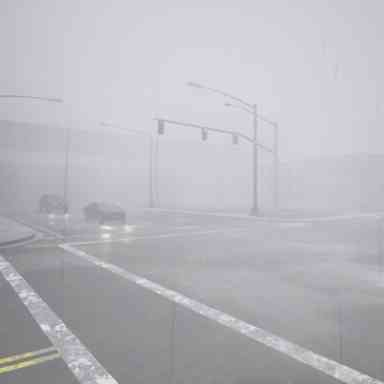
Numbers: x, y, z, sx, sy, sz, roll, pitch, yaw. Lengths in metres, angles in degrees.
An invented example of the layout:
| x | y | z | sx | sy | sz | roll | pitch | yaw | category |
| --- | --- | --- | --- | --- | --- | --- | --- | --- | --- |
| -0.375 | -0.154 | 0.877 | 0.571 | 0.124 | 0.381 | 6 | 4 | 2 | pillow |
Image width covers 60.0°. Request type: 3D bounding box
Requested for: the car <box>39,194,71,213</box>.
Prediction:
| x | y | z | sx | sy | sz | roll | pitch | yaw | category |
| --- | --- | --- | --- | --- | --- | --- | --- | --- | --- |
| -15.880 | 1.243 | 38.065 | 2.150 | 2.045 | 5.566 | 0 | 0 | -37 | car |

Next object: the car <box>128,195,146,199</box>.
| x | y | z | sx | sy | sz | roll | pitch | yaw | category |
| --- | --- | --- | --- | --- | --- | --- | --- | --- | --- |
| -15.403 | 1.388 | 93.006 | 4.536 | 1.218 | 1.853 | 0 | 0 | 25 | car |

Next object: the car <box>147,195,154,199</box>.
| x | y | z | sx | sy | sz | roll | pitch | yaw | category |
| --- | --- | --- | --- | --- | --- | --- | --- | --- | --- |
| -11.630 | 1.395 | 93.093 | 1.853 | 1.218 | 4.536 | 0 | 0 | -5 | car |

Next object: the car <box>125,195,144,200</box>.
| x | y | z | sx | sy | sz | roll | pitch | yaw | category |
| --- | --- | --- | --- | --- | --- | --- | --- | --- | --- |
| -15.356 | 1.546 | 92.984 | 4.974 | 1.542 | 2.038 | 0 | 0 | 25 | car |

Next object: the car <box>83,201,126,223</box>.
| x | y | z | sx | sy | sz | roll | pitch | yaw | category |
| --- | --- | --- | --- | --- | --- | --- | --- | --- | --- |
| -6.886 | 1.502 | 25.943 | 1.882 | 1.535 | 5.008 | 0 | 0 | -37 | car |

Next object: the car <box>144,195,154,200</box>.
| x | y | z | sx | sy | sz | roll | pitch | yaw | category |
| --- | --- | --- | --- | --- | --- | --- | --- | --- | --- |
| -11.625 | 1.552 | 93.041 | 2.038 | 1.542 | 4.974 | 0 | 0 | -5 | car |

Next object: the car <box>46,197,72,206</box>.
| x | y | z | sx | sy | sz | roll | pitch | yaw | category |
| --- | --- | --- | --- | --- | --- | --- | --- | --- | --- |
| -22.494 | 1.584 | 56.588 | 2.033 | 1.411 | 5.357 | 0 | 0 | 3 | car |
